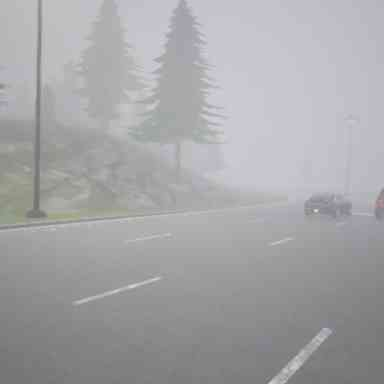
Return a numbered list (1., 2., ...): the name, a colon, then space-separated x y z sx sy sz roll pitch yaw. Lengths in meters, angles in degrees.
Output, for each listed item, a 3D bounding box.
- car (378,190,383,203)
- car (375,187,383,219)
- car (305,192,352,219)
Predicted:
1. car: 23.826 0.530 39.578 2.033 1.411 5.357 4 4 39
2. car: 13.344 0.684 21.262 2.150 2.045 5.566 4 4 39
3. car: 8.793 0.795 21.250 1.837 1.490 4.892 4 4 39
